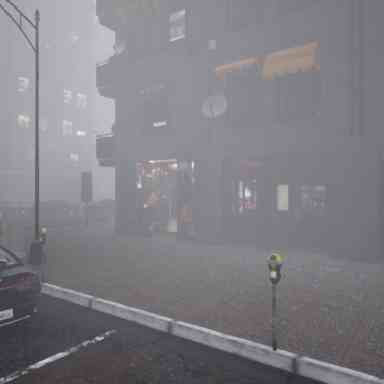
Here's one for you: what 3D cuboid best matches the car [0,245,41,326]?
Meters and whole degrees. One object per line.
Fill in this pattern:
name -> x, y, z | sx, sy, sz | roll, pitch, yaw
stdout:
car -> -4.503, 1.551, 6.078 | 4.403, 1.369, 2.008 | 0, 0, 35

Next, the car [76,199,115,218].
car -> -6.549, 1.257, 26.773 | 1.812, 1.442, 4.674 | 0, 1, 35

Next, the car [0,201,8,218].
car -> -14.082, 1.350, 26.081 | 2.008, 1.369, 4.403 | 1, 1, 35

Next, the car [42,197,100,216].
car -> -10.996, 1.250, 30.509 | 1.752, 1.417, 4.829 | 1, 1, 35

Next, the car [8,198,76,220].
car -> -11.116, 1.283, 25.826 | 1.837, 1.490, 4.892 | 0, 1, 35
